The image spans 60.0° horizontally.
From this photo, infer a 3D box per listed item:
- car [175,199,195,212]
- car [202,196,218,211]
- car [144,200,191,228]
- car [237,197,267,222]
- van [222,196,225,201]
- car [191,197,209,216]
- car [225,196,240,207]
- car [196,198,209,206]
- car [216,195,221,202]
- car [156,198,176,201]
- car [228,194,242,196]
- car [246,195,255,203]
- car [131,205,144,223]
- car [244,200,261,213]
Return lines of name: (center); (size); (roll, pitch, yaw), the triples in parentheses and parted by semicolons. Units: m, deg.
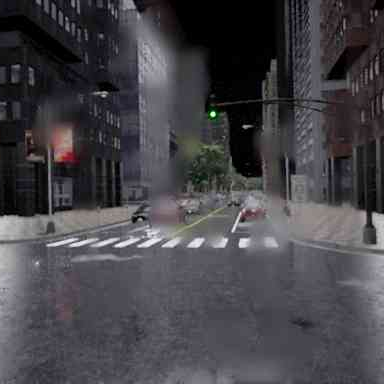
car: (-0.852, 1.718, 43.352); (1.752, 1.417, 4.829); (-2, 0, 10)
car: (1.952, 1.639, 43.780); (1.837, 1.490, 4.892); (-1, 0, 10)
car: (-1.570, 1.576, 23.433); (1.882, 1.535, 5.008); (-1, 0, 9)
car: (4.812, 1.412, 26.030); (1.967, 1.590, 4.097); (-2, 0, 10)
van: (7.457, 1.649, 91.647); (1.690, 1.788, 3.998); (-2, 0, 10)
car: (0.192, 1.620, 33.598); (1.837, 1.490, 4.892); (-1, 0, 10)
car: (6.614, 1.684, 52.736); (1.895, 1.301, 4.718); (-1, 0, 10)
car: (1.940, 1.808, 59.562); (1.802, 1.307, 4.206); (-2, 0, 10)
car: (4.695, 1.580, 75.605); (2.192, 1.841, 5.009); (-2, 0, 10)
car: (-2.670, 1.489, 32.826); (2.192, 1.841, 5.009); (-2, 0, 10)
car: (8.303, 1.597, 62.560); (2.128, 1.511, 4.902); (-1, 0, 10)
car: (13.095, 1.513, 74.147); (1.967, 1.590, 4.097); (-2, 0, 10)
car: (-3.584, 1.730, 27.477); (1.947, 1.339, 4.313); (-2, 0, 10)
car: (6.656, 1.573, 36.721); (1.802, 1.307, 4.206); (-2, 0, 10)
